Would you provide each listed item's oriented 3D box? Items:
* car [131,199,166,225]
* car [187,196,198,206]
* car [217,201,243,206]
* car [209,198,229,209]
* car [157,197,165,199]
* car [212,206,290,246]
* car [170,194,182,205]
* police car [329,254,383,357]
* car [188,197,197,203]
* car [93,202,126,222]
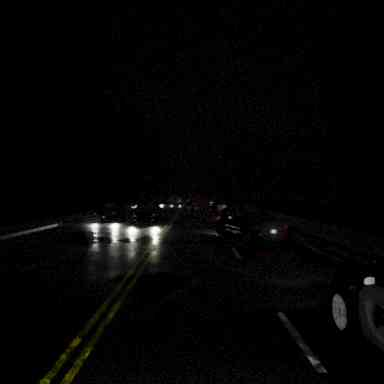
[{"bbox_3d":[-3.294,1.529,24.961,1.882,1.535,5.008,0,0,0],"label":"car"},{"bbox_3d":[0.104,1.670,57.162,2.128,1.511,4.902,0,0,0],"label":"car"},{"bbox_3d":[3.296,1.617,25.693,1.994,1.385,4.181,0,0,0],"label":"car"},{"bbox_3d":[3.316,1.516,36.694,2.033,1.649,4.856,0,0,0],"label":"car"},{"bbox_3d":[-6.383,1.742,67.515,2.128,1.511,4.902,0,0,0],"label":"car"},{"bbox_3d":[2.744,1.593,15.578,1.994,1.385,4.181,0,0,-18],"label":"car"},{"bbox_3d":[-3.148,1.453,65.436,2.150,2.045,5.566,0,0,1],"label":"car"},{"bbox_3d":[3.257,1.431,3.802,1.930,1.638,5.238,0,0,0],"label":"police car"},{"bbox_3d":[0.137,1.803,76.768,1.837,1.490,4.892,0,0,0],"label":"car"},{"bbox_3d":[-6.538,1.582,26.933,1.812,1.442,4.674,0,0,0],"label":"car"}]
